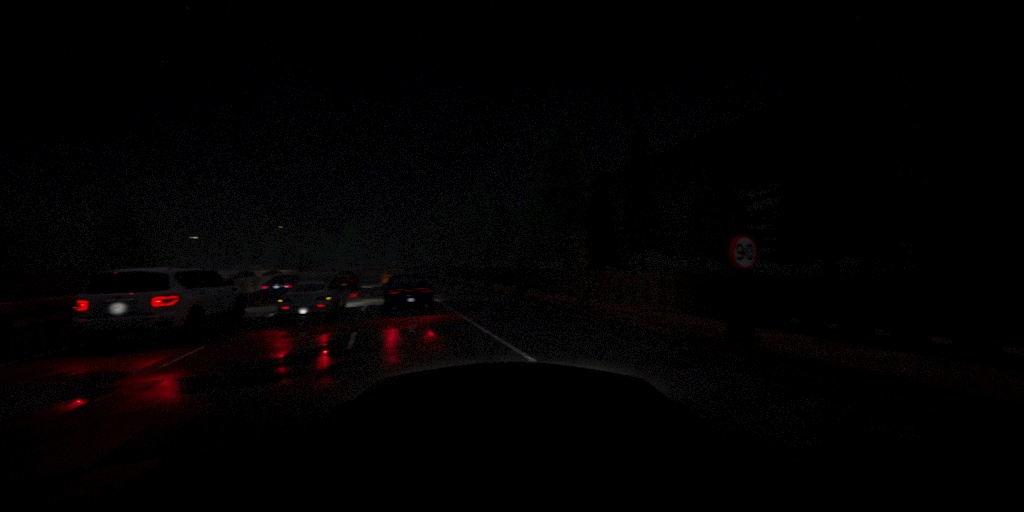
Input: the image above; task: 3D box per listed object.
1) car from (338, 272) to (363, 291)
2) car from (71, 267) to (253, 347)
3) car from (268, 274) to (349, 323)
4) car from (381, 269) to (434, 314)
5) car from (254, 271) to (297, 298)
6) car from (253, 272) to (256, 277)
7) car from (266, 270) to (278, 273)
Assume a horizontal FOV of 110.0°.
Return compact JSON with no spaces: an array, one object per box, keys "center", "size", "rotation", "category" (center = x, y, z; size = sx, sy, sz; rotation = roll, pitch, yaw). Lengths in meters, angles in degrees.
[{"center":[-12.942,1.958,28.184],"size":[1.812,1.442,4.674],"rotation":[-1,-1,-20],"category":"car"},{"center":[-10.418,1.369,11.181],"size":[2.150,2.045,5.566],"rotation":[-1,-1,-20],"category":"car"},{"center":[-7.750,1.640,14.135],"size":[1.812,1.442,4.674],"rotation":[-1,-1,-20],"category":"car"},{"center":[-4.632,1.532,15.797],"size":[1.882,1.535,5.008],"rotation":[-1,0,-20],"category":"car"},{"center":[-15.264,1.991,24.287],"size":[2.033,1.411,5.357],"rotation":[-1,-1,-20],"category":"car"},{"center":[-35.505,2.782,47.679],"size":[1.837,1.490,4.892],"rotation":[-1,-1,-23],"category":"car"},{"center":[-31.668,2.653,47.576],"size":[1.882,1.535,5.008],"rotation":[-1,-1,-23],"category":"car"}]
